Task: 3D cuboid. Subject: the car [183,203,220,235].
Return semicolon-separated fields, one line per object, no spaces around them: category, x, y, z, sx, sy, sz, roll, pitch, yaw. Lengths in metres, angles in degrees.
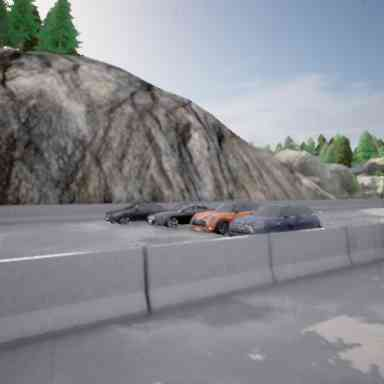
car;2.140;1.312;18.241;4.553;1.767;2.097;0;0;-35

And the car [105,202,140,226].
car;-3.560;1.445;22.791;4.674;1.442;1.812;0;0;-35

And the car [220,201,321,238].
car;3.805;1.329;15.136;4.553;1.767;2.097;0;0;-35

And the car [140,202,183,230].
car;-0.409;1.432;20.733;4.902;1.511;2.128;0;0;-35
